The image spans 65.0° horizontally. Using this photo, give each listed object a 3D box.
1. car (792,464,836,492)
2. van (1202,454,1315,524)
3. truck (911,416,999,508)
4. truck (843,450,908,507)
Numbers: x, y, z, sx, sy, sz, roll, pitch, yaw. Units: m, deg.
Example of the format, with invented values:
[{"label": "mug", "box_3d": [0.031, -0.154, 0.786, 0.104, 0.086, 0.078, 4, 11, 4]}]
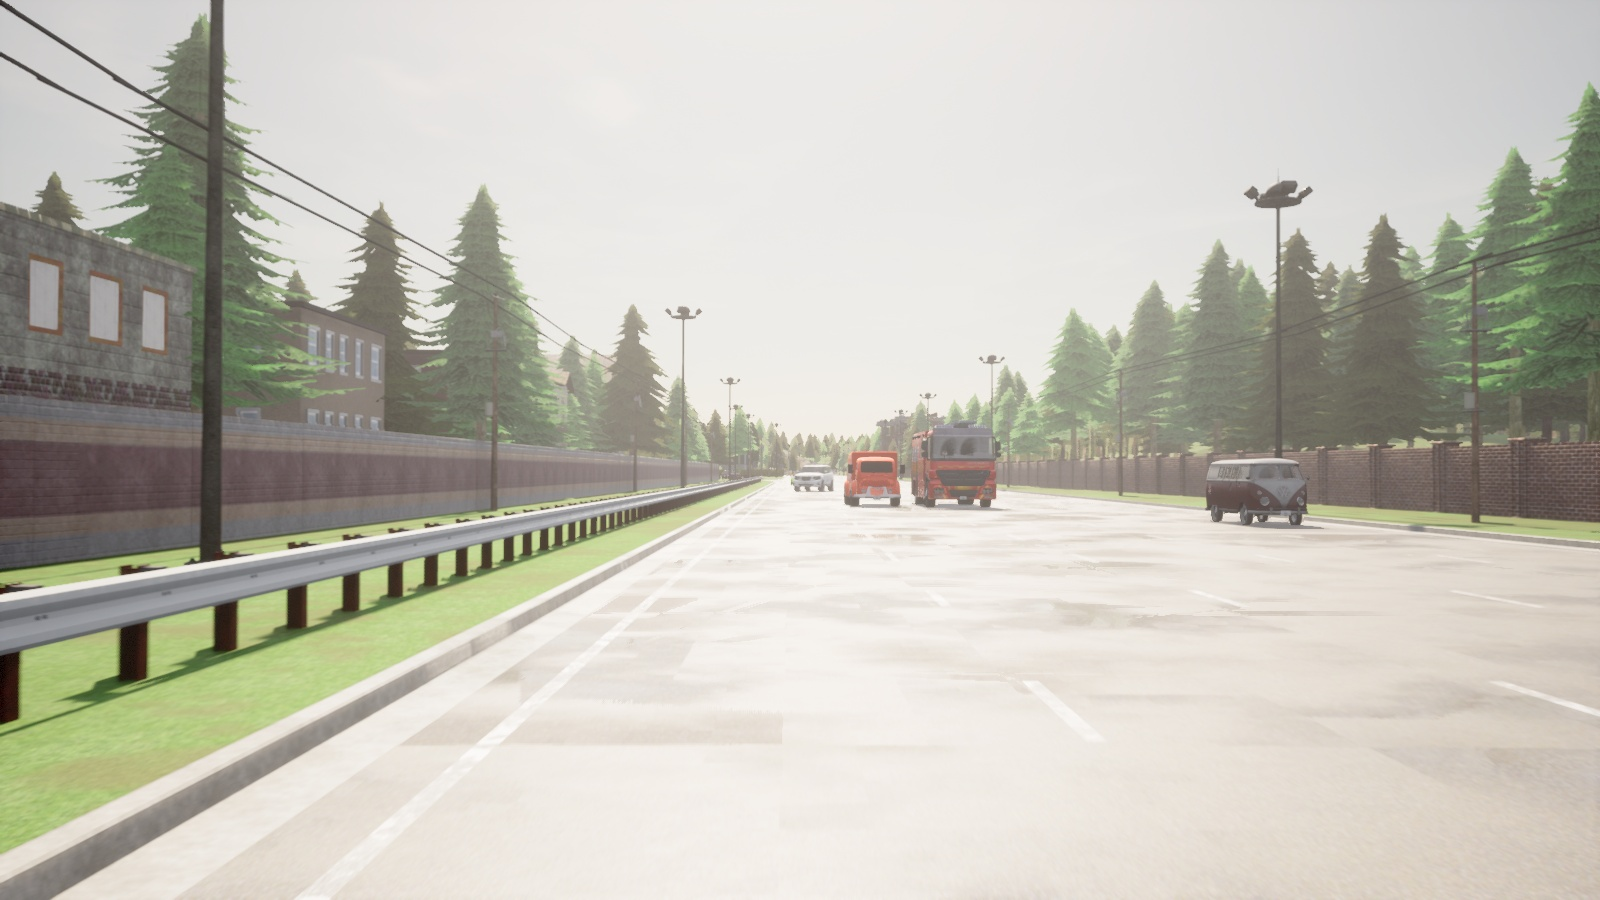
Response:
[{"label": "car", "box_3d": [1.102, 2.142, 95.983, 2.150, 2.045, 5.566, 0, -1, 14]}, {"label": "van", "box_3d": [13.901, 1.156, 38.322, 1.775, 1.987, 4.442, 0, -1, -1]}, {"label": "truck", "box_3d": [6.847, 0.574, 56.636, 2.891, 3.827, 8.468, 0, -1, 0]}, {"label": "truck", "box_3d": [3.359, 1.278, 57.336, 2.627, 2.467, 5.204, 0, -1, 0]}]
